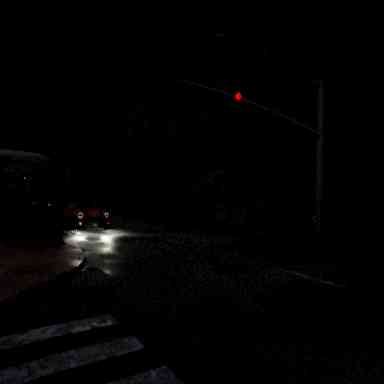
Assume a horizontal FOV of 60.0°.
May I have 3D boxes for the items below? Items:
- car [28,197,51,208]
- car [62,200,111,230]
[{"bbox_3d":[-17.751,1.391,38.643,2.097,1.767,4.553,1,-1,-32],"label":"car"},{"bbox_3d":[-6.810,1.364,21.295,2.097,1.767,4.553,1,-1,-32],"label":"car"}]
